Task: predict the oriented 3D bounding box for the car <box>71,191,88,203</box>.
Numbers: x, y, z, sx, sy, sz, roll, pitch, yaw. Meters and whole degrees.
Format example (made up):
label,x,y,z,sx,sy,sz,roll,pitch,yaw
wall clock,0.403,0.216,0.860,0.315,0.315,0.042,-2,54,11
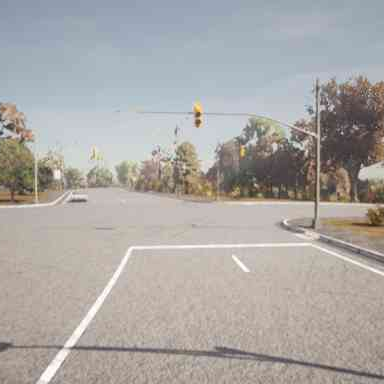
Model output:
label,x,y,z,sx,sy,sz,roll,pitch,yaw
car,-13.665,0.592,40.400,1.895,1.301,4.718,-1,2,-17
